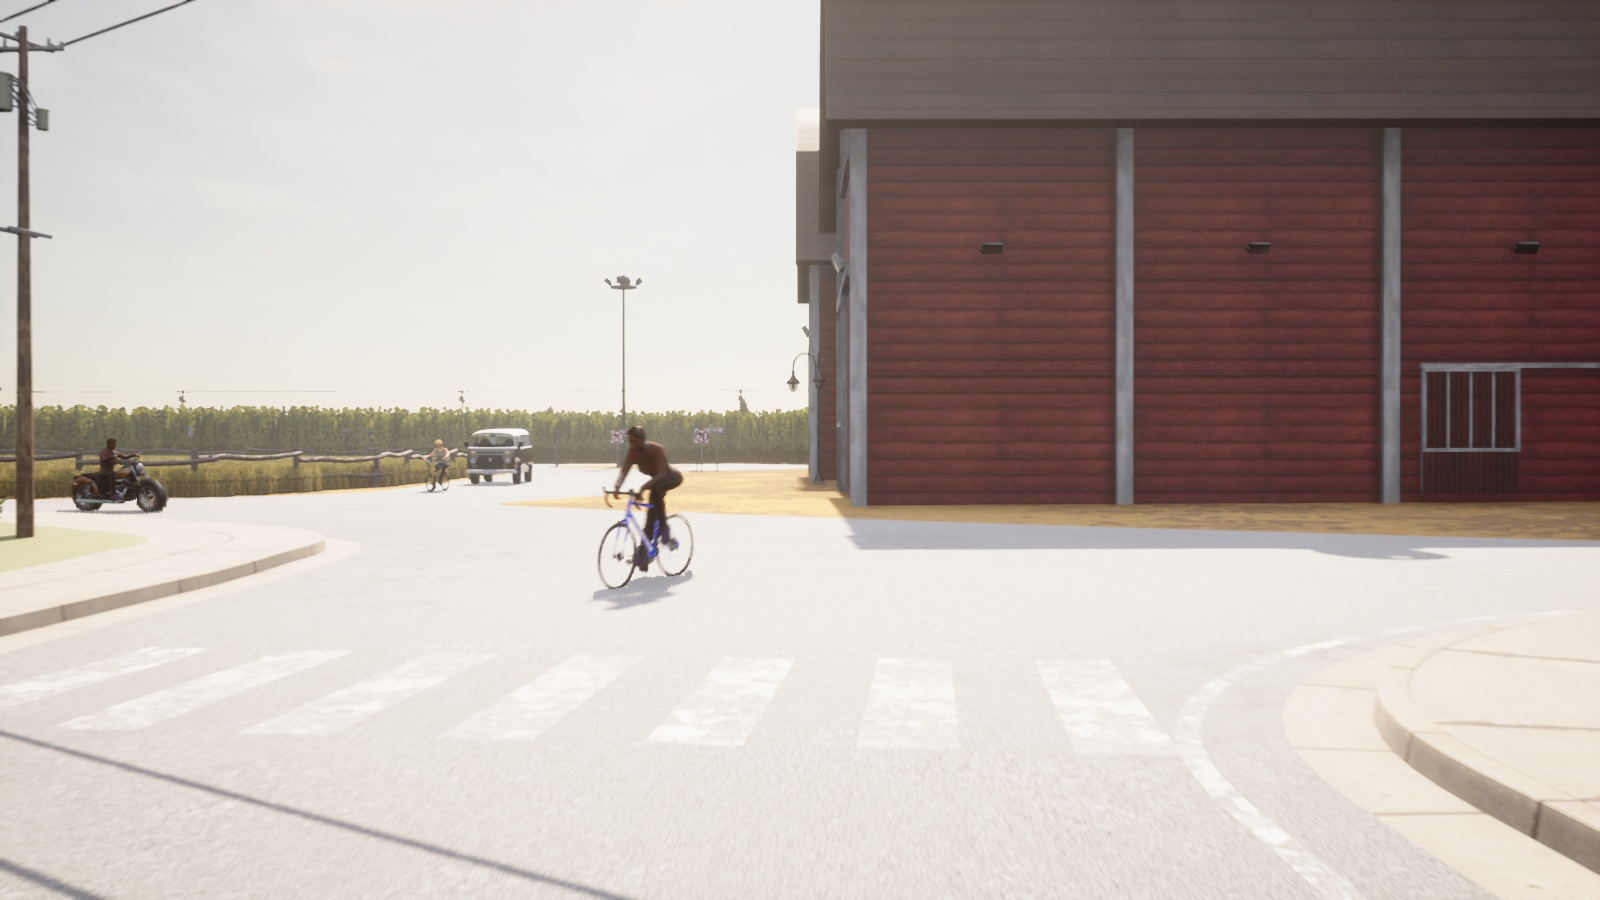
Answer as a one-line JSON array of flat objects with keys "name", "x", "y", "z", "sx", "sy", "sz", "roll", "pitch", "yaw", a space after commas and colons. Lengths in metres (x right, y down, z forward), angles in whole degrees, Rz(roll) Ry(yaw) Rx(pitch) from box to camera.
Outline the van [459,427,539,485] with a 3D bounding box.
[{"name": "van", "x": -11.059, "y": 0.196, "z": 46.419, "sx": 2.069, "sy": 2.038, "sz": 4.480, "roll": 0, "pitch": 1, "yaw": -3}]

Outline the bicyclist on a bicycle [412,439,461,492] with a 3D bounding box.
[{"name": "bicyclist on a bicycle", "x": -11.154, "y": 0.456, "z": 38.602, "sx": 0.866, "sy": 1.612, "sz": 1.509, "roll": 0, "pitch": 0, "yaw": 10}]

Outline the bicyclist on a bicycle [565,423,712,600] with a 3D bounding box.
[{"name": "bicyclist on a bicycle", "x": -1.606, "y": 0.568, "z": 12.765, "sx": 0.582, "sy": 1.620, "sz": 1.656, "roll": 2, "pitch": 4, "yaw": 30}]

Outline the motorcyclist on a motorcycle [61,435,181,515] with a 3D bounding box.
[{"name": "motorcyclist on a motorcycle", "x": -14.579, "y": 0.517, "z": 26.980, "sx": 2.350, "sy": 1.649, "sz": 0.766, "roll": 0, "pitch": 1, "yaw": 14}]
